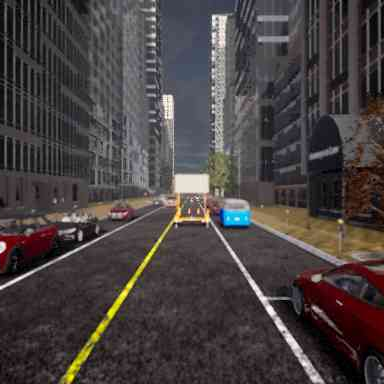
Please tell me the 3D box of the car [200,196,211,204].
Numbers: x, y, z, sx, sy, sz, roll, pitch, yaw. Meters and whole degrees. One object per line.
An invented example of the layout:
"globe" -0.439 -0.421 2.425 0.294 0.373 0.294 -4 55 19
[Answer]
"car" 2.674 1.607 67.173 2.008 1.369 4.403 0 0 0

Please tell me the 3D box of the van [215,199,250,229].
"van" 2.685 1.366 21.634 1.690 1.788 3.998 0 0 0

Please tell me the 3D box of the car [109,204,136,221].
"car" -5.698 1.611 27.327 1.802 1.307 4.206 0 0 0

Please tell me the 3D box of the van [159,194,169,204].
"van" -5.707 1.396 67.175 1.690 1.788 3.998 0 0 0

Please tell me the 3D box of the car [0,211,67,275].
"car" -5.694 1.454 10.250 1.967 1.590 4.097 0 0 0

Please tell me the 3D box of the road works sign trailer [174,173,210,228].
"road works sign trailer" -0.006 0.490 22.653 2.380 3.560 2.880 0 0 0

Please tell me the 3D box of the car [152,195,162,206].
"car" -5.704 1.605 55.790 2.008 1.369 4.403 0 0 0

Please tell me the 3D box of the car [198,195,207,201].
"car" 2.670 1.486 84.250 1.967 1.590 4.097 0 0 0

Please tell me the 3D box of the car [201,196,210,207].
"car" 2.678 1.633 50.096 1.802 1.307 4.206 0 0 0

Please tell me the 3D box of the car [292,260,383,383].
"car" 2.689 1.590 4.557 1.802 1.307 4.206 0 0 0

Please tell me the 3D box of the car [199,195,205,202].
"car" 2.675 1.607 61.481 2.008 1.369 4.403 0 0 0

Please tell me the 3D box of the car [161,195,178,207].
"car" -3.089 1.404 51.130 2.097 1.767 4.553 0 0 0

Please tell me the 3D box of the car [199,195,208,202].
"car" 2.671 1.490 78.558 1.967 1.590 4.097 0 0 0

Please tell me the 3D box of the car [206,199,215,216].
"car" 2.682 1.617 33.018 1.802 1.307 4.206 0 0 0

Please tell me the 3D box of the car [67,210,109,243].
"car" -5.695 1.570 15.942 2.008 1.369 4.403 0 0 0
